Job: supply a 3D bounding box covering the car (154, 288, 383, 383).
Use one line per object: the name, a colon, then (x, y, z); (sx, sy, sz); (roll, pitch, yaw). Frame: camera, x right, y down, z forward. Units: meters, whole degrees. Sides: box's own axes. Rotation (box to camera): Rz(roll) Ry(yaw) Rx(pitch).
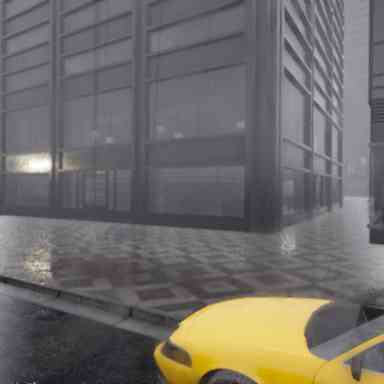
car: (2.167, 1.454, 2.705); (5.366, 1.575, 1.801); (0, 0, 32)
